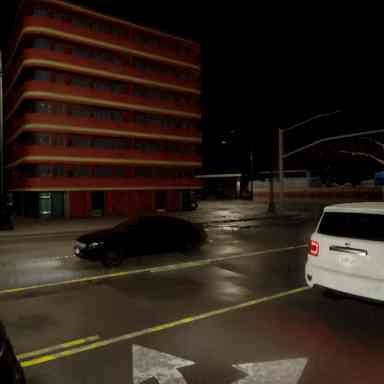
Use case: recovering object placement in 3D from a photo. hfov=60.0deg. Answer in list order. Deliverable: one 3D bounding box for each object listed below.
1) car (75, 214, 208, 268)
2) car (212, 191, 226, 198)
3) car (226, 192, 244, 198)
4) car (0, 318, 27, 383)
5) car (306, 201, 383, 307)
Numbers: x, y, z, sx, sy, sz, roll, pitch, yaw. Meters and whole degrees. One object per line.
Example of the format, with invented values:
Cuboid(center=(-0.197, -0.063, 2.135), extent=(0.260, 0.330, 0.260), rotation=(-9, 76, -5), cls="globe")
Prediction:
Cuboid(center=(-1.573, 1.524, 11.445), extent=(4.674, 1.442, 1.812), rotation=(0, 0, -35), cls="car")
Cuboid(center=(7.450, 0.671, 89.336), extent=(4.611, 1.667, 2.242), rotation=(-1, 1, -35), cls="car")
Cuboid(center=(11.416, 0.817, 85.110), extent=(3.806, 1.475, 1.970), rotation=(-1, 1, -35), cls="car")
Cuboid(center=(-3.649, 1.222, 1.150), extent=(5.566, 2.045, 2.150), rotation=(0, 0, -35), cls="car")
Cuboid(center=(4.795, 1.217, 7.146), extent=(5.566, 2.045, 2.150), rotation=(0, 0, -35), cls="car")
